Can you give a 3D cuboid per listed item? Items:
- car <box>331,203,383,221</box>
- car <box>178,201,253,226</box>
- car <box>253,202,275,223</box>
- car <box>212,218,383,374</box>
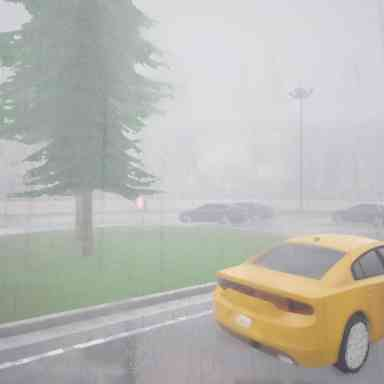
[{"bbox_3d":[11.878,1.488,22.628,1.837,1.490,4.892,2,-1,-29],"label":"car"},{"bbox_3d":[1.377,1.494,22.894,4.892,1.490,1.837,0,-2,26],"label":"car"},{"bbox_3d":[3.910,1.491,25.593,4.892,1.490,1.837,0,-2,30],"label":"car"},{"bbox_3d":[2.621,1.473,5.716,5.008,1.535,1.882,0,0,-37],"label":"car"}]
